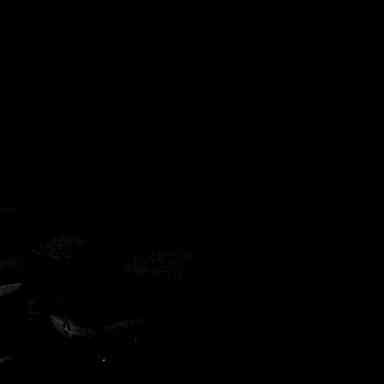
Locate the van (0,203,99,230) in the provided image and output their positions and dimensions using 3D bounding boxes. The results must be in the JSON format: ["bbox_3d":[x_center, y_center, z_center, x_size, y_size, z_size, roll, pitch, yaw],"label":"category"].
[{"bbox_3d":[-4.702,1.343,8.956,1.878,1.987,4.442,-1,0,35],"label":"van"}]

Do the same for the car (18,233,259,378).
[{"bbox_3d":[-0.181,1.561,5.892,2.002,1.452,4.674,-1,0,35],"label":"car"}]

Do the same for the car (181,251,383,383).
[{"bbox_3d":[2.205,1.518,4.223,2.163,1.488,4.792,-1,0,36],"label":"car"}]

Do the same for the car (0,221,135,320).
[{"bbox_3d":[-2.448,1.584,7.508,2.002,1.452,4.674,-1,0,35],"label":"car"}]
